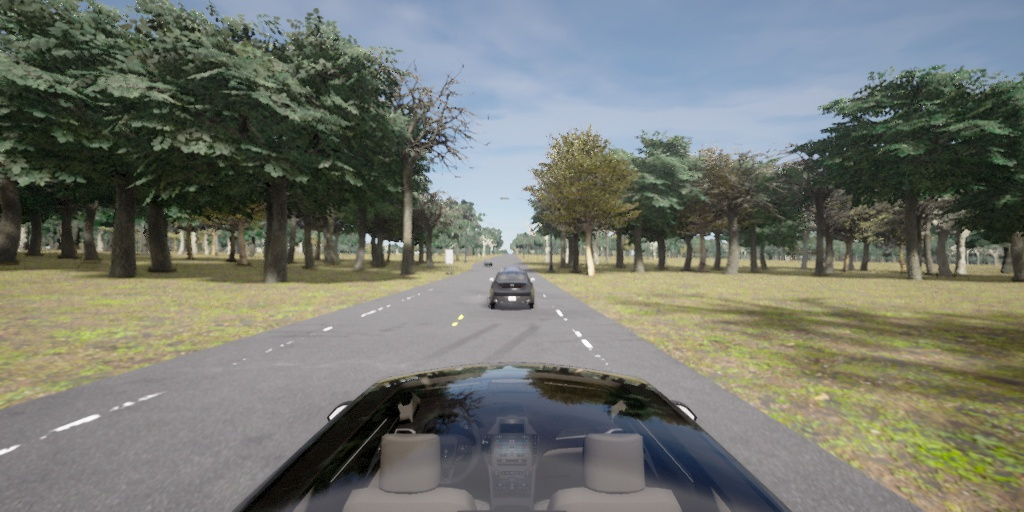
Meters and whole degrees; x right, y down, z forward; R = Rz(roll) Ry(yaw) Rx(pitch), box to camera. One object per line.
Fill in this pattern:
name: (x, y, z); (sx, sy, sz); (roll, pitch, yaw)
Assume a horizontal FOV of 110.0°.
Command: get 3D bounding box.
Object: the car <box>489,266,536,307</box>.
car: (0.012, 1.386, 16.153); (1.837, 1.490, 4.892); (0, 0, 0)
